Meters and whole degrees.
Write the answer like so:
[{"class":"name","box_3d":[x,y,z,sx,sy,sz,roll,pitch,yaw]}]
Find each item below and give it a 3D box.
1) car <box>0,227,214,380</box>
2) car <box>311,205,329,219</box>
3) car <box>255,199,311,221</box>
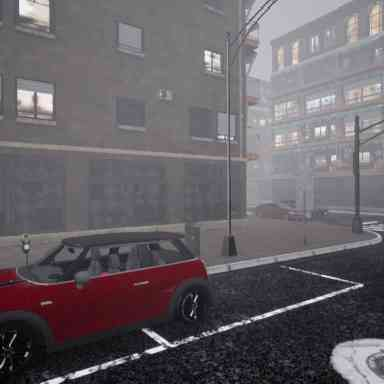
[{"class":"car","box_3d":[-1.698,1.440,5.408,4.097,1.590,1.967,0,0,-35]},{"class":"car","box_3d":[8.879,1.347,27.703,1.882,1.535,5.008,-1,1,-35]},{"class":"car","box_3d":[6.792,1.472,26.182,1.802,1.307,4.206,0,0,-35]}]
